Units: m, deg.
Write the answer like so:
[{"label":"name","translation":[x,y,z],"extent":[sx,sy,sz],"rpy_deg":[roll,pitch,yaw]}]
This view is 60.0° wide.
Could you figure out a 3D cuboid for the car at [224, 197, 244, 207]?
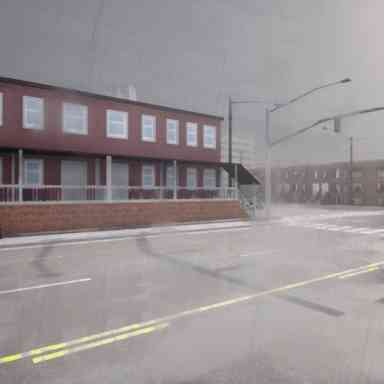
[{"label":"car","translation":[3.741,1.549,41.119],"extent":[1.895,1.301,4.718],"rpy_deg":[0,0,-35]}]

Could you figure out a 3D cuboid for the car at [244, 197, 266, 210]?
[{"label":"car","translation":[7.281,1.447,42.200],"extent":[2.128,1.511,4.902],"rpy_deg":[0,0,-36]}]

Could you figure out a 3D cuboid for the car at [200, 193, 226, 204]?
[{"label":"car","translation":[4.017,1.134,64.867],"extent":[2.150,2.045,5.566],"rpy_deg":[0,0,-36]}]
